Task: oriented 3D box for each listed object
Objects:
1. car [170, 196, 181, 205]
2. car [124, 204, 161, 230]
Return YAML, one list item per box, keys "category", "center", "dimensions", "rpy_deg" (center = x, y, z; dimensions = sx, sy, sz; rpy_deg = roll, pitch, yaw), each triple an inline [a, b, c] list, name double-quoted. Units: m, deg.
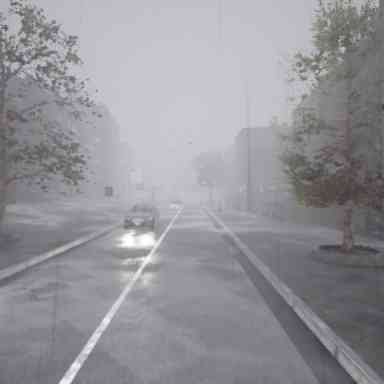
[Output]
- category: "car"
  center: [-3.142, 1.574, 63.055]
  dimensions: [2.128, 1.511, 4.902]
  rpy_deg: [0, 0, 0]
- category: "car"
  center: [-3.100, 1.536, 21.323]
  dimensions: [2.128, 1.511, 4.902]
  rpy_deg: [0, 0, 0]
